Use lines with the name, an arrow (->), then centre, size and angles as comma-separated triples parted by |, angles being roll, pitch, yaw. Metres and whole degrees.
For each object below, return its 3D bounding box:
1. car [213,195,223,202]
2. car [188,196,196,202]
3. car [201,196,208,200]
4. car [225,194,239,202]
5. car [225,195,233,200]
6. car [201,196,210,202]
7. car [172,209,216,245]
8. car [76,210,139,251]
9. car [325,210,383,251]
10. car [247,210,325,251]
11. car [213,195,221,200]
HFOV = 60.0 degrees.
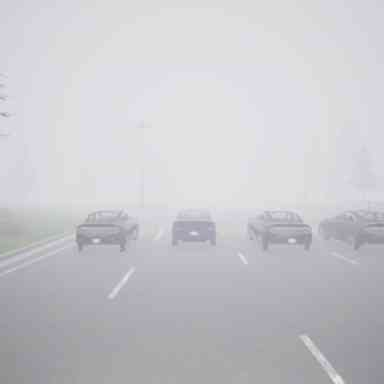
car -> 7.007, 1.771, 85.691 | 2.128, 1.511, 4.902 | 0, 0, 0
car -> 0.007, 1.736, 85.339 | 1.837, 1.490, 4.892 | 0, 0, 0
car -> 3.508, 1.694, 94.295 | 1.895, 1.301, 4.718 | 0, 0, 0
car -> 10.507, 1.468, 84.569 | 2.150, 2.045, 5.566 | 0, 0, 0
car -> 10.508, 1.623, 94.260 | 1.812, 1.442, 4.674 | 0, 0, 0
car -> 3.507, 1.797, 85.599 | 1.994, 1.385, 4.181 | 0, 0, 0
car -> 0.091, 1.524, 15.880 | 1.882, 1.535, 5.008 | 0, 0, 0
car -> -3.459, 1.533, 14.306 | 2.128, 1.511, 4.902 | 0, 0, -1
car -> 7.087, 1.533, 14.305 | 2.128, 1.511, 4.902 | 0, 0, 0
car -> 3.586, 1.533, 14.306 | 2.128, 1.511, 4.902 | 0, 0, 0
car -> 7.008, 1.652, 94.277 | 1.994, 1.385, 4.181 | 0, 0, 0
